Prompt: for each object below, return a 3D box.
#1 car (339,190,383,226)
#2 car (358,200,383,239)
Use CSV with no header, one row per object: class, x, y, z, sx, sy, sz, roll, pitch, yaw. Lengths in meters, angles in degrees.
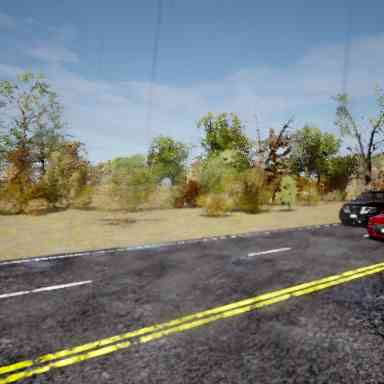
car,10.944,0.911,19.461,5.566,2.045,2.150,-1,1,-35
car,9.634,1.253,14.544,5.008,1.535,1.882,-1,1,-35
